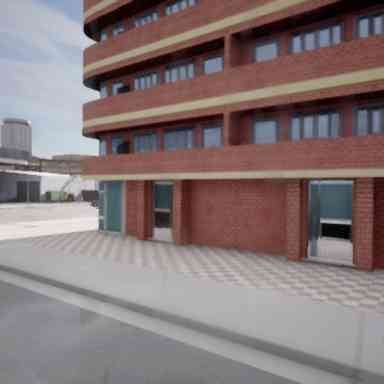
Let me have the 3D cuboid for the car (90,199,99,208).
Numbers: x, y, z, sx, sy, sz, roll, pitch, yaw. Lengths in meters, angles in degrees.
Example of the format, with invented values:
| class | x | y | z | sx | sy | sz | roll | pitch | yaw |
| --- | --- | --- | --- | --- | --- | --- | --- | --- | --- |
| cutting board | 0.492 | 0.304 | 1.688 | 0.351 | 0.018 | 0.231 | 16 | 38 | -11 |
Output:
| class | x | y | z | sx | sy | sz | roll | pitch | yaw |
| --- | --- | --- | --- | --- | --- | --- | --- | --- | --- |
| car | -9.531 | 1.141 | 38.076 | 1.994 | 1.385 | 4.181 | 1 | 1 | 35 |
